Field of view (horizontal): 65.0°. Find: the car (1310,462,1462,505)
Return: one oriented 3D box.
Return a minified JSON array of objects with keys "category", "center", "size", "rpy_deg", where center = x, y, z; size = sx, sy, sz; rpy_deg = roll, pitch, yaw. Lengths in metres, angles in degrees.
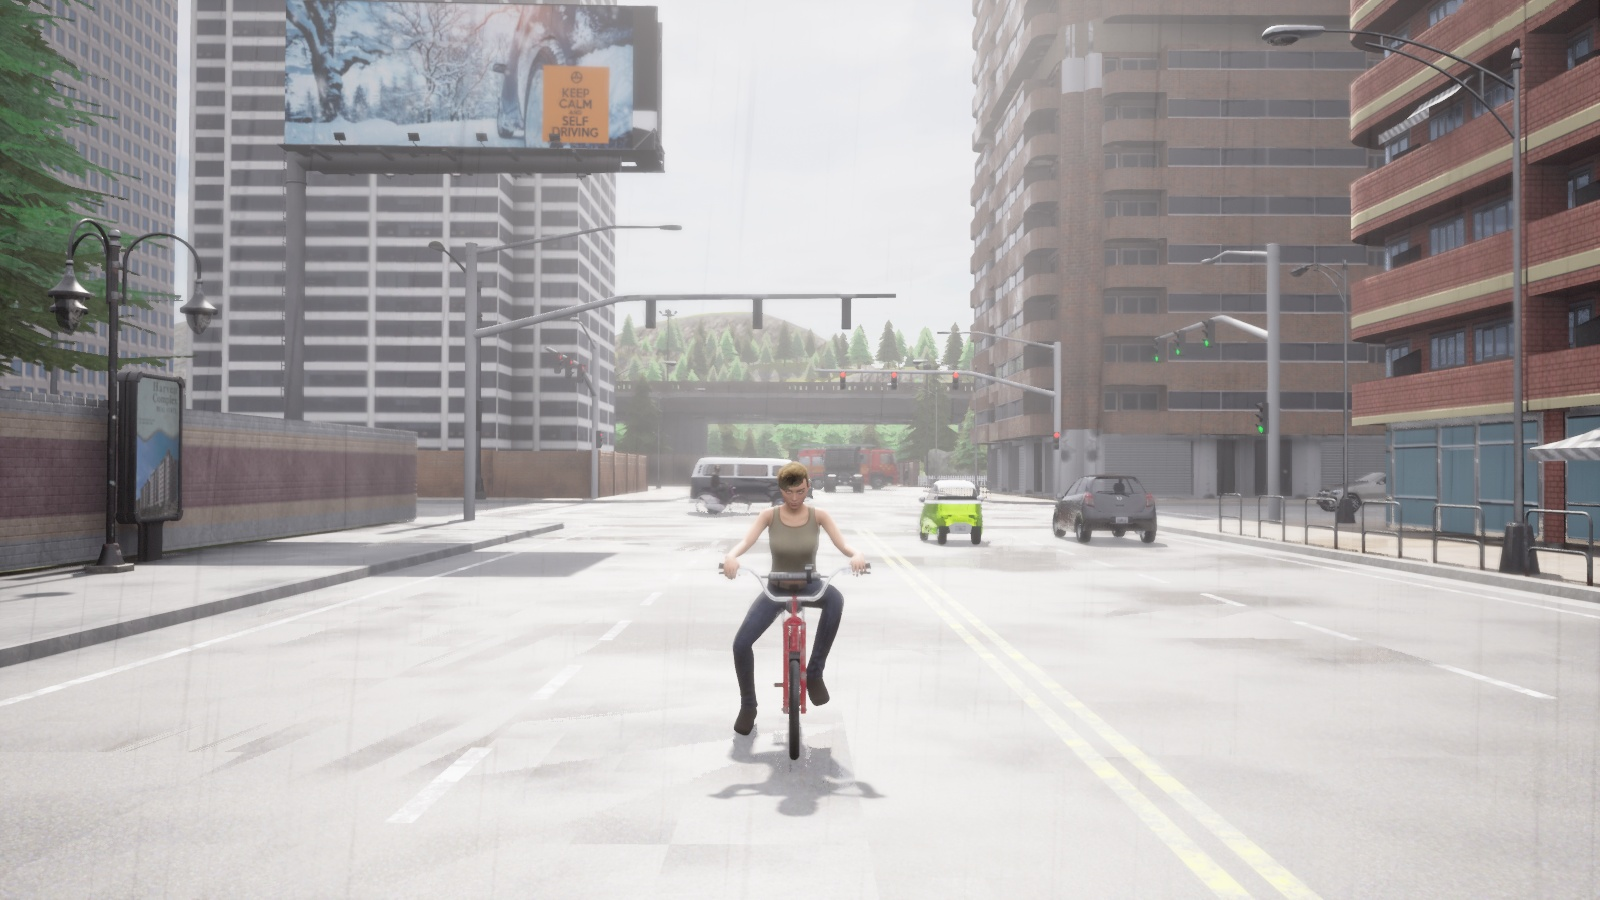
[{"category":"car","center":[23.241,1.337,49.939],"size":[5.027,1.651,2.152],"rpy_deg":[0,-1,0]}]

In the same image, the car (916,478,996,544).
[{"category":"car","center":[3.426,1.322,27.811],"size":[1.481,1.376,2.207],"rpy_deg":[0,-1,0]}]

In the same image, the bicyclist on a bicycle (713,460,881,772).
[{"category":"bicyclist on a bicycle","center":[-0.027,0.873,7.275],"size":[0.866,1.612,1.509],"rpy_deg":[0,-1,-1]}]

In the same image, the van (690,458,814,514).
[{"category":"van","center":[-1.751,1.324,46.507],"size":[4.480,2.038,2.069],"rpy_deg":[0,-1,0]}]

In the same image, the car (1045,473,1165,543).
[{"category":"car","center":[6.923,1.284,28.835],"size":[1.845,1.501,3.633],"rpy_deg":[0,-1,0]}]

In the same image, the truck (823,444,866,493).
[{"category":"truck","center":[3.248,1.386,93.548],"size":[2.891,3.462,7.936],"rpy_deg":[0,-1,0]}]

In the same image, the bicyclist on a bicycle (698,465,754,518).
[{"category":"bicyclist on a bicycle","center":[-2.530,1.416,43.007],"size":[1.843,1.776,0.659],"rpy_deg":[0,-1,0]}]
